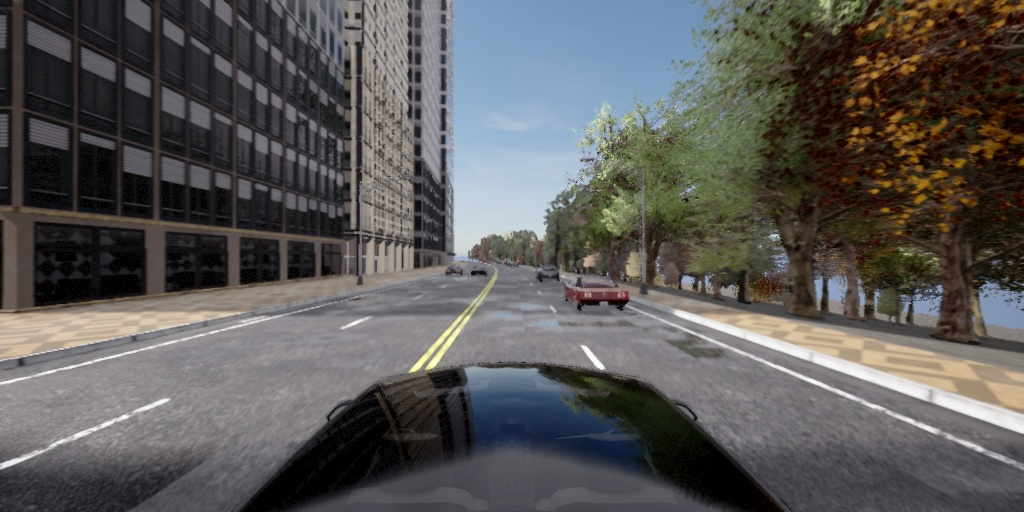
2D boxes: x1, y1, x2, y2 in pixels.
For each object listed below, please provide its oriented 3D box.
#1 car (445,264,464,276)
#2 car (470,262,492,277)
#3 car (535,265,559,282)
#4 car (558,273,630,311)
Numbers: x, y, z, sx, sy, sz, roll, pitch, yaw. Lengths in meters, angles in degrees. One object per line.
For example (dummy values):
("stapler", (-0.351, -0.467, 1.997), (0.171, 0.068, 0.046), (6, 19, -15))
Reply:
("car", (-6.983, 1.700, 44.002), (1.994, 1.385, 4.181), (0, -1, -1))
("car", (-3.650, 1.706, 40.748), (1.895, 1.301, 4.718), (0, -1, -1))
("car", (3.203, 1.525, 32.844), (2.128, 1.511, 4.902), (0, -1, -1))
("car", (3.352, 1.476, 15.263), (1.895, 1.301, 4.718), (0, -1, 0))
